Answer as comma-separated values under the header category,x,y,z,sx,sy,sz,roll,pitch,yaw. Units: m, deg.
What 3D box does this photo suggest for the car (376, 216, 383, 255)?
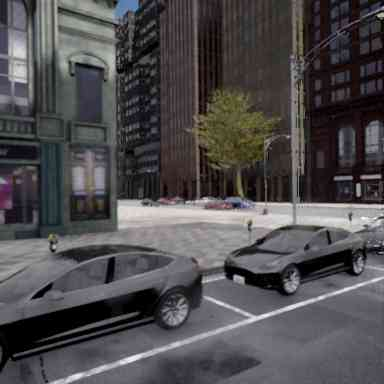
category,x,y,z,sx,sy,sz,roll,pitch,yaw
car,7.417,1.485,11.890,4.403,1.369,2.008,-1,0,-35

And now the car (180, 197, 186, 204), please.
category,x,y,z,sx,sy,sz,roll,pitch,yaw
car,-2.968,1.680,69.139,1.812,1.442,4.674,-1,0,-35

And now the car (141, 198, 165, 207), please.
category,x,y,z,sx,sy,sz,roll,pitch,yaw
car,-7.290,1.878,58.395,1.837,1.490,4.892,-1,0,-35

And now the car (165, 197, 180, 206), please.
category,x,y,z,sx,sy,sz,roll,pitch,yaw
car,-4.642,1.834,60.279,1.812,1.442,4.674,-1,0,-35

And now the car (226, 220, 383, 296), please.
category,x,y,z,sx,sy,sz,roll,pitch,yaw
car,2.817,1.548,8.633,4.313,1.339,1.947,-1,0,-35

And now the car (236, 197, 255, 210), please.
category,x,y,z,sx,sy,sz,roll,pitch,yaw
car,6.336,1.431,44.679,2.097,1.767,4.553,-1,0,-35

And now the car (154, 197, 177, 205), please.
category,x,y,z,sx,sy,sz,roll,pitch,yaw
car,-5.373,1.842,66.916,2.033,1.411,5.357,-1,0,-35

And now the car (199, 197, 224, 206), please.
category,x,y,z,sx,sy,sz,roll,pitch,yaw
car,3.448,1.643,60.155,1.837,1.490,4.892,-1,0,-35

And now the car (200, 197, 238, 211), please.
category,x,y,z,sx,sy,sz,roll,pitch,yaw
car,3.433,1.690,43.156,1.994,1.385,4.181,-1,0,-35

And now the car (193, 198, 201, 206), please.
category,x,y,z,sx,sy,sz,roll,pitch,yaw
car,2.040,1.684,56.525,1.812,1.442,4.674,-1,0,-35

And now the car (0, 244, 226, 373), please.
category,x,y,z,sx,sy,sz,roll,pitch,yaw
car,-1.784,1.595,5.377,4.313,1.339,1.947,-1,0,-35
